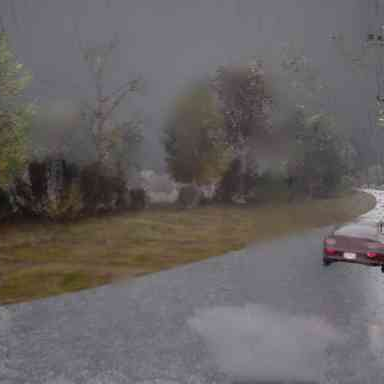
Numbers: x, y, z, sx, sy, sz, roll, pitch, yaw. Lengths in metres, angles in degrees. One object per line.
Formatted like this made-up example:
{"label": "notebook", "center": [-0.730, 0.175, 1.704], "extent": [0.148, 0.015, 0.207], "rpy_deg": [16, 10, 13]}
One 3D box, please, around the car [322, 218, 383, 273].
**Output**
{"label": "car", "center": [5.668, 1.604, 11.036], "extent": [1.812, 1.442, 4.674], "rpy_deg": [1, 0, 35]}
